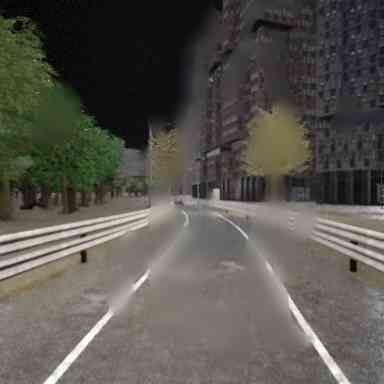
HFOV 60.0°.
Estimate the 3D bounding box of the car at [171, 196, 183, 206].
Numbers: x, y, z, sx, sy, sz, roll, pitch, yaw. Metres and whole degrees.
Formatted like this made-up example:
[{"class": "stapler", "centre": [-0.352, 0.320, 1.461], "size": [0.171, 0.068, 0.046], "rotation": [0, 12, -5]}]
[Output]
[{"class": "car", "centre": [-3.145, 1.711, 65.015], "size": [2.097, 1.767, 4.553], "rotation": [0, 0, -15]}]
